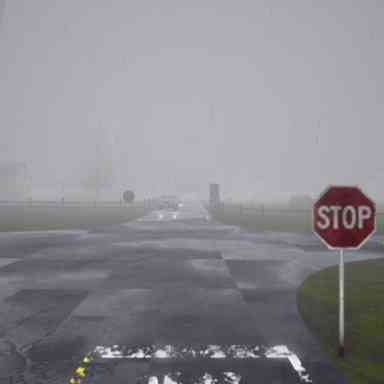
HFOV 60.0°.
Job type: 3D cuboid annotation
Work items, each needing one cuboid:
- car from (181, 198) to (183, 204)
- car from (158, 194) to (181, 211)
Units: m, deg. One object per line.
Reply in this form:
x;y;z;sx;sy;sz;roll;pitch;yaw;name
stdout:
-2.834;1.496;63.595;1.837;1.490;4.892;0;-1;0;car
-2.894;1.216;41.039;2.150;2.045;5.566;0;0;0;car
